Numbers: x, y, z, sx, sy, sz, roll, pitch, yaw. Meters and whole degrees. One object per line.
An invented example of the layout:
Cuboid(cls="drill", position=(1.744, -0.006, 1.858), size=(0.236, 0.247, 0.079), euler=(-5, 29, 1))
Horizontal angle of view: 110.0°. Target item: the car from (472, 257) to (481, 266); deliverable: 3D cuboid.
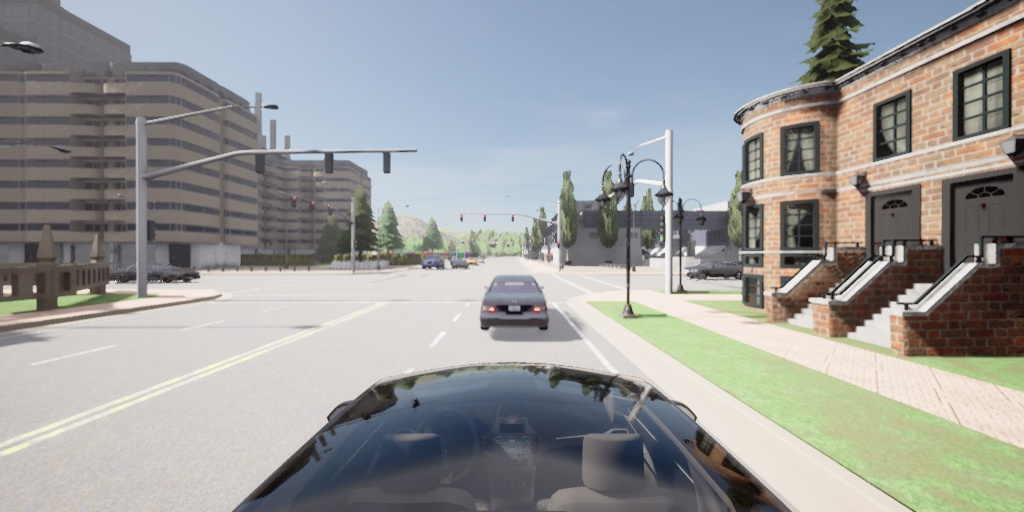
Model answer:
Cuboid(cls="car", position=(-7.165, 1.026, 64.119), size=(1.882, 1.535, 5.008), euler=(0, 0, 0))

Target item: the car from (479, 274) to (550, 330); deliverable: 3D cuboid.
Cuboid(cls="car", position=(0.064, 1.268, 10.934), size=(2.033, 1.411, 5.357), euler=(0, 0, 0))

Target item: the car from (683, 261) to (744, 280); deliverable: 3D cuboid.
Cuboid(cls="car", position=(16.433, 1.154, 28.934), size=(4.902, 1.511, 2.128), euler=(0, 0, -2))

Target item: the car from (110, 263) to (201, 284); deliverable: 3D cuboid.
Cuboid(cls="car", position=(-25.422, 1.219, 25.454), size=(5.357, 1.411, 2.033), euler=(0, 0, 0))

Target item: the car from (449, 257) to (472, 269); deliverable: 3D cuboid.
Cuboid(cls="car", position=(-7.173, 1.156, 50.353), size=(1.994, 1.385, 4.181), euler=(0, 0, 0))

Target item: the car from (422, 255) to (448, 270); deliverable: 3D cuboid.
Cuboid(cls="car", position=(-10.673, 0.818, 48.968), size=(2.150, 2.045, 5.566), euler=(0, 0, 0))
